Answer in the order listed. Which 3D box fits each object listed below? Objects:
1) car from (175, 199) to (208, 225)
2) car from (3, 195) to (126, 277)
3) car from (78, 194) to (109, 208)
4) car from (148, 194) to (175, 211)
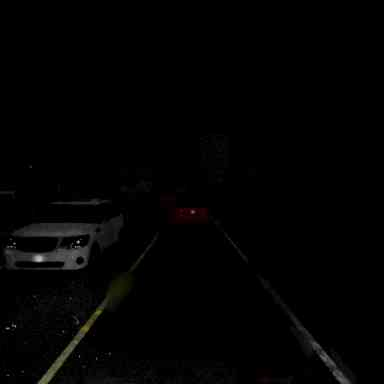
[{"bbox_3d":[-0.018,1.381,24.511,2.097,1.767,4.553,0,0,-2],"label":"car"},{"bbox_3d":[-3.614,1.234,10.652,2.150,2.045,5.566,0,0,0],"label":"car"},{"bbox_3d":[-15.634,1.426,52.580,5.566,2.045,2.150,-1,-1,43],"label":"car"},{"bbox_3d":[-3.865,1.311,42.488,2.150,2.045,5.566,0,-1,-24],"label":"car"}]
